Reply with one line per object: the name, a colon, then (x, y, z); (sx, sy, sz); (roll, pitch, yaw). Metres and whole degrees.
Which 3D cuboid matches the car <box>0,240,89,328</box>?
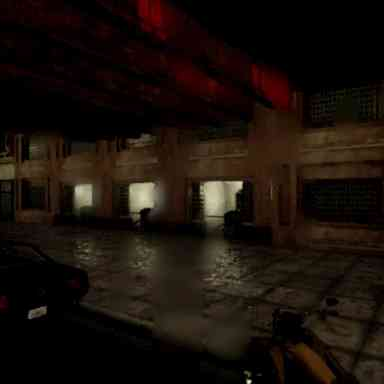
car: (-4.252, 1.619, 6.531); (4.718, 1.301, 1.895); (0, 0, 35)
